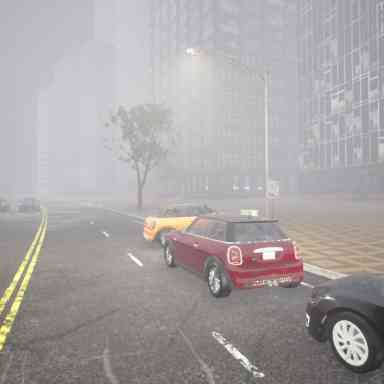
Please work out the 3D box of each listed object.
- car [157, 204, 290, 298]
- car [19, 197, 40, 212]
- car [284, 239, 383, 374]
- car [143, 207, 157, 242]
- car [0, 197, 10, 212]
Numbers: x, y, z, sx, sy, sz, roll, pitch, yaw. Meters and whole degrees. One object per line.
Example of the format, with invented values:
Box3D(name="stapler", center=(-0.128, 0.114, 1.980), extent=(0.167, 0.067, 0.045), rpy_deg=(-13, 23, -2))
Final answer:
Box3D(name="car", center=(0.798, 1.355, 8.934), extent=(2.097, 1.767, 4.553), rpy_deg=(0, 0, -23))
Box3D(name="car", center=(-19.174, 1.393, 39.315), extent=(2.097, 1.767, 4.553), rpy_deg=(0, 0, -24))
Box3D(name="car", center=(3.576, 1.505, 3.493), extent=(1.837, 1.490, 4.892), rpy_deg=(0, 0, -36))
Box3D(name="car", center=(0.195, 1.278, 14.656), extent=(4.553, 1.767, 2.097), rpy_deg=(-3, 1, -19))
Box3D(name="car", center=(-22.131, 1.391, 37.968), extent=(2.097, 1.767, 4.553), rpy_deg=(0, 0, -24))
